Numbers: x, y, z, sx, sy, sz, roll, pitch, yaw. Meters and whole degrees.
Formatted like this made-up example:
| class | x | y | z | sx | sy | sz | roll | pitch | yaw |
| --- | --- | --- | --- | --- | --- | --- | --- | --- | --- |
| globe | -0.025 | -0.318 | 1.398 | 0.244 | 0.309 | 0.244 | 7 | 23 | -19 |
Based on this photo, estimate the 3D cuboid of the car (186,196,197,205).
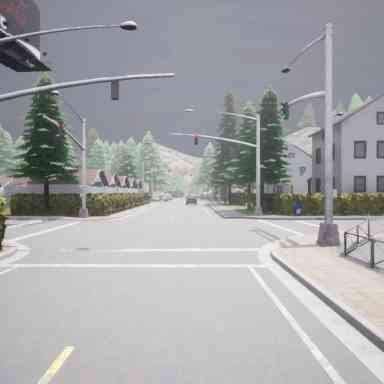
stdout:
| class | x | y | z | sx | sy | sz | roll | pitch | yaw |
| --- | --- | --- | --- | --- | --- | --- | --- | --- | --- |
| car | -0.086 | 1.505 | 59.225 | 1.837 | 1.490 | 4.892 | 0 | 0 | 0 |
